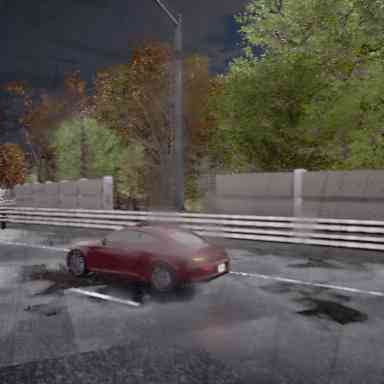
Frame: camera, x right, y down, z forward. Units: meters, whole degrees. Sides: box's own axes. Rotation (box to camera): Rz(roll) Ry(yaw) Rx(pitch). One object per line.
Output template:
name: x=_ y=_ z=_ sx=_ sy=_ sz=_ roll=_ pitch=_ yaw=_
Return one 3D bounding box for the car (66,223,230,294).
car: x=-1.281 y=1.552 z=8.787 sx=4.674 sy=1.442 sz=1.812 roll=0 pitch=0 yaw=32
